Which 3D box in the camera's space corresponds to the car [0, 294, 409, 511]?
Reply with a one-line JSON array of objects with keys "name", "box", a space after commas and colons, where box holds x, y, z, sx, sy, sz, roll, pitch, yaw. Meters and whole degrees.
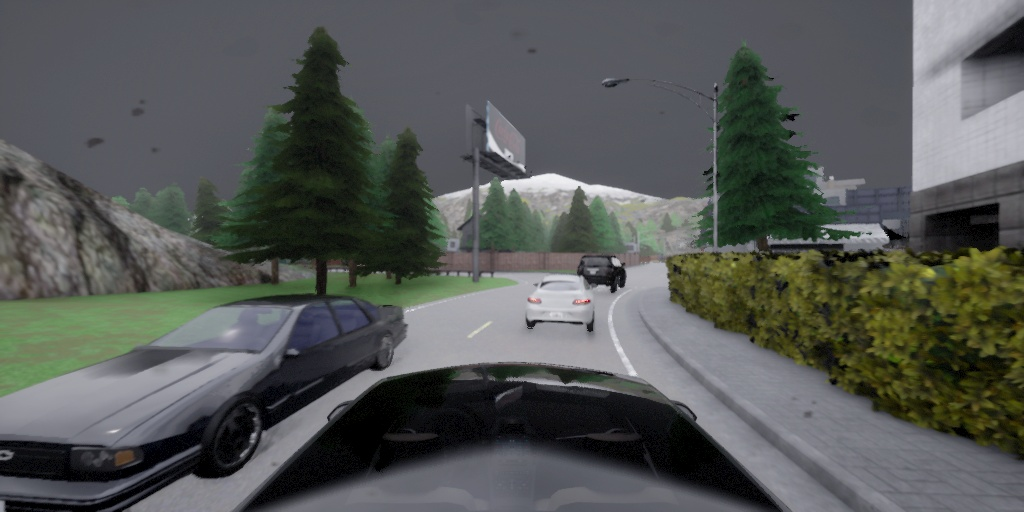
[{"name": "car", "box": [-3.229, 1.288, 5.043, 2.033, 1.411, 5.357, 0, 0, 6]}]

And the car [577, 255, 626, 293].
[{"name": "car", "box": [5.379, 0.963, 21.292, 2.150, 2.045, 5.566, 0, 0, 25]}]

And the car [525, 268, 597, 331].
[{"name": "car", "box": [1.594, 1.270, 10.992, 1.812, 1.442, 4.674, 0, 0, 13]}]
